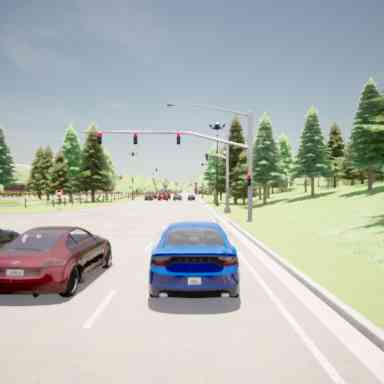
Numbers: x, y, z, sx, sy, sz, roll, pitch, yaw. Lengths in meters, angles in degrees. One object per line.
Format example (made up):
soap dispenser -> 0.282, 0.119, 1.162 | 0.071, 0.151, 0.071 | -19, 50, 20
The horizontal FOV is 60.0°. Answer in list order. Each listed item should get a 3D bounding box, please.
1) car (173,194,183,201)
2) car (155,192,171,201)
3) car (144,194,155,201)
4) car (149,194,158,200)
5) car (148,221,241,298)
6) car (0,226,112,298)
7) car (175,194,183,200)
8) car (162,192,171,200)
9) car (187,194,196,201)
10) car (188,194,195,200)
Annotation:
car -> -3.641, 1.320, 82.800 | 2.097, 1.767, 4.553 | 0, 0, 0
car -> -7.141, 1.191, 82.471 | 2.150, 2.045, 5.566 | 0, 0, 0
car -> -10.640, 1.466, 82.435 | 1.837, 1.490, 4.892 | 0, 0, 0
car -> -10.658, 1.303, 92.855 | 1.837, 1.490, 4.892 | 0, 0, 0
car -> 0.055, 1.475, 8.550 | 1.882, 1.535, 5.008 | 0, 0, 0
car -> -3.451, 1.561, 8.578 | 1.994, 1.385, 4.181 | 0, 0, 1
car -> -3.658, 1.356, 92.867 | 1.994, 1.385, 4.181 | 0, 0, 0
car -> -7.158, 1.028, 92.891 | 2.150, 2.045, 5.566 | 0, 0, 0
car -> -0.140, 1.443, 82.453 | 1.882, 1.535, 5.008 | 0, 0, 0
car -> -0.158, 1.356, 92.873 | 1.994, 1.385, 4.181 | 0, 0, 0
